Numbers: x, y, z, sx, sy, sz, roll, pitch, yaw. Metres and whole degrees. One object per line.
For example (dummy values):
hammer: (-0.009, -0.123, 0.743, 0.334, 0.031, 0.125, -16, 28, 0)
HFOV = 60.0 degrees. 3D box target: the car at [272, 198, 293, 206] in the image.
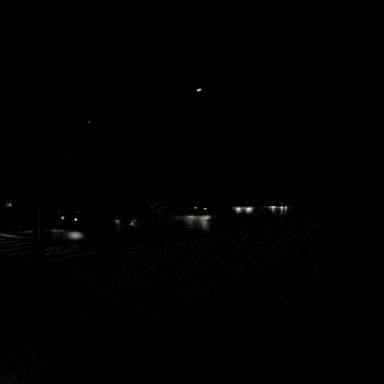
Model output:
car: (13.488, 1.303, 49.280, 1.837, 1.490, 4.892, 0, 0, 35)

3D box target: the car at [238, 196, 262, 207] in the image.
car: (8.383, 1.293, 47.768, 1.882, 1.535, 5.008, 0, 0, 36)

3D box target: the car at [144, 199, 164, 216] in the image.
car: (-4.501, 1.415, 29.688, 1.837, 1.490, 4.892, 0, 0, 36)

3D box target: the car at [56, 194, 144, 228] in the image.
car: (-6.044, 1.156, 21.893, 2.150, 2.045, 5.566, 0, 0, 35)

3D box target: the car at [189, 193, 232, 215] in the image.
car: (1.938, 1.099, 33.138, 2.150, 2.045, 5.566, 0, 0, 35)
